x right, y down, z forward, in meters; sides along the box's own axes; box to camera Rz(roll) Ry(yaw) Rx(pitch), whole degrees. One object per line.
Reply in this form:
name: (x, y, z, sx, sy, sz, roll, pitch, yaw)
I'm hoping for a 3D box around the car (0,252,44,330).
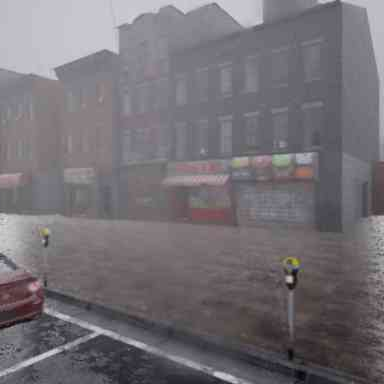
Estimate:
car: (-4.271, 1.581, 5.859, 4.206, 1.307, 1.802, 0, 0, 36)
